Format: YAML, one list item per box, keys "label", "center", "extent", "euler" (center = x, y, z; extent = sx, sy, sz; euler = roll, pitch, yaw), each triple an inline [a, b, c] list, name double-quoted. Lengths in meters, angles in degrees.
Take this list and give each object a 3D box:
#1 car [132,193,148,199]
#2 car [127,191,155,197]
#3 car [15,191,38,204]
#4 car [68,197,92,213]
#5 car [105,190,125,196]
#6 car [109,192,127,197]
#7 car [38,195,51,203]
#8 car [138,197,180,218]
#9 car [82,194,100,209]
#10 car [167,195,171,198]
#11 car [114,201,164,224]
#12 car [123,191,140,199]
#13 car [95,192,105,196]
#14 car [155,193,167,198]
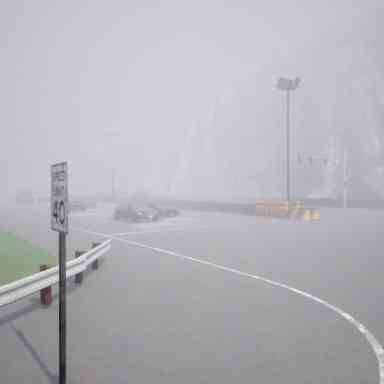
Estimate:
- label: "car"
  center: [-12.687, 0.901, 81.340]
  extent: [1.812, 1.442, 4.674]
  euler: [0, 1, -38]
- label: "car"
  center: [-10.358, 0.830, 67.151]
  extent: [2.150, 2.045, 5.566]
  euler: [0, 1, -38]
- label: "car"
  center: [-27.596, 0.862, 54.889]
  extent: [2.150, 2.045, 5.566]
  euler: [0, 1, -37]
- label: "car"
  center: [-12.974, 1.496, 36.065]
  extent: [1.895, 1.301, 4.718]
  euler: [0, 0, -38]
- label: "car"
  center: [-16.843, 0.660, 75.288]
  extent: [2.150, 2.045, 5.566]
  euler: [0, 1, -38]
- label: "car"
  center: [-14.527, 1.182, 66.803]
  extent: [1.895, 1.301, 4.718]
  euler: [0, 1, -38]
- label: "car"
  center: [-25.348, 1.220, 57.713]
  extent: [1.895, 1.301, 4.718]
  euler: [0, 1, -37]
- label: "car"
  center: [-3.287, 1.487, 29.421]
  extent: [2.033, 1.411, 5.357]
  euler: [0, 0, -38]
- label: "car"
  center: [-13.948, 1.326, 42.999]
  extent: [1.882, 1.535, 5.008]
  euler: [0, 1, -38]
- label: "car"
  center: [-6.701, 1.147, 73.693]
  extent: [1.895, 1.301, 4.718]
  euler: [0, 1, -38]
- label: "car"
  center: [-4.320, 1.484, 25.090]
  extent: [1.812, 1.442, 4.674]
  euler: [0, 0, -38]
- label: "car"
  center: [-14.058, 0.740, 77.407]
  extent: [2.097, 1.767, 4.553]
  euler: [0, 1, -38]
- label: "car"
  center: [-20.870, 0.757, 74.765]
  extent: [2.097, 1.767, 4.553]
  euler: [0, 1, -38]
- label: "car"
  center: [-7.898, 0.950, 69.524]
  extent: [2.097, 1.767, 4.553]
  euler: [0, 1, -38]
